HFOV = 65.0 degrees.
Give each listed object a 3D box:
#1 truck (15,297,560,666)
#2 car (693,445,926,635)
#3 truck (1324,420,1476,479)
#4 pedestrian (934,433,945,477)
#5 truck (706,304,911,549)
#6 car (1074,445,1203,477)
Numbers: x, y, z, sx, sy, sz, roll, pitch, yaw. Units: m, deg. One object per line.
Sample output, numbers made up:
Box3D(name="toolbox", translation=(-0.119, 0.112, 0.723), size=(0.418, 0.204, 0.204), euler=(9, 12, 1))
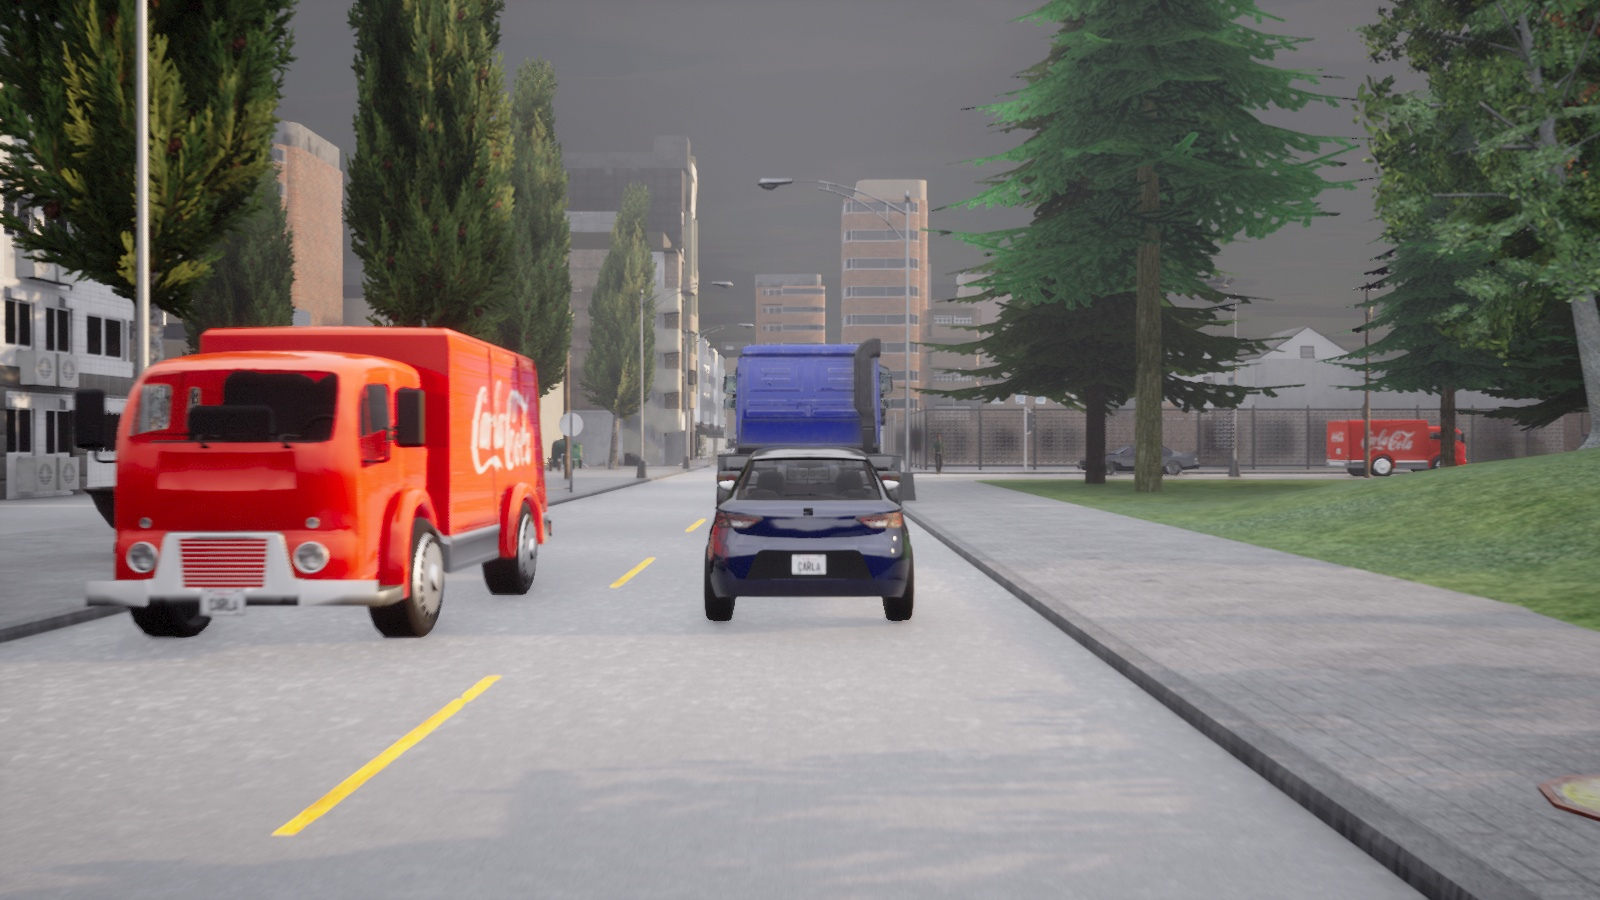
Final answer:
Box3D(name="truck", translation=(-3.921, 0.195, 10.995), size=(2.627, 2.467, 5.204), euler=(0, 0, 0))
Box3D(name="car", translation=(0.084, 0.693, 11.883), size=(1.816, 1.474, 4.193), euler=(0, 0, 0))
Box3D(name="truck", translation=(25.459, -0.020, 53.414), size=(5.204, 2.467, 2.627), euler=(0, 0, 0))
Box3D(name="pedestrian", translation=(6.218, 0.201, 56.082), size=(0.423, 1.949, 0.788), euler=(0, 0, 0))
Box3D(name="truck", translation=(0.146, -0.358, 21.735), size=(2.891, 3.462, 7.936), euler=(0, 0, 0))
Box3D(name="car", translation=(15.430, 0.482, 57.473), size=(5.357, 1.411, 2.033), euler=(0, 0, 0))
